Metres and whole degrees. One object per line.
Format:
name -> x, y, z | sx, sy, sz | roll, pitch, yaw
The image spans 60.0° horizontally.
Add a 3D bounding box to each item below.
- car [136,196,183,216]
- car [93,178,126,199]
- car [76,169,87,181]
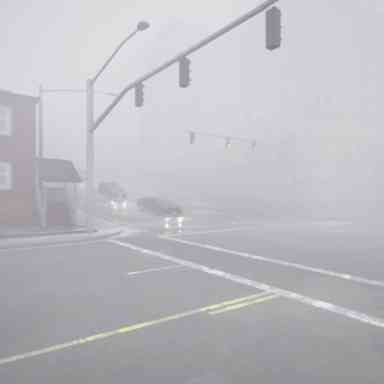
car -> -2.944, 1.076, 28.676 | 2.033, 1.411, 5.357 | 0, 5, -36
car -> -8.924, -0.295, 37.000 | 2.128, 1.511, 4.902 | 0, 10, -35
car -> -15.172, -2.418, 45.696 | 2.033, 1.411, 5.357 | 0, 12, -36
